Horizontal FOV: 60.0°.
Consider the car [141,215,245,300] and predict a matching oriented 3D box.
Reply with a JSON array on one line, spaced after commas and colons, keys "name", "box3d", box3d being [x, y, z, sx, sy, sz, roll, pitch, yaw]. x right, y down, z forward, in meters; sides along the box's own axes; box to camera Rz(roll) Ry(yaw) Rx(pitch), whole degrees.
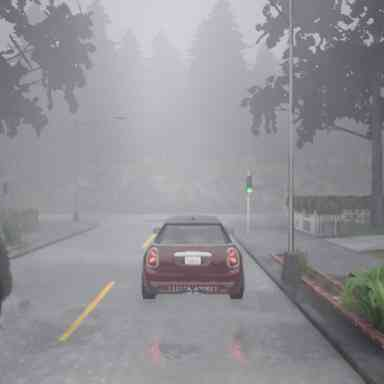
[{"name": "car", "box3d": [0.030, 1.359, 8.584, 2.097, 1.767, 4.553, 0, 0, 0]}]

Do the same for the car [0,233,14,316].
[{"name": "car", "box3d": [-4.091, 1.225, 3.351, 2.150, 2.045, 5.566, 0, 0, 0]}]
